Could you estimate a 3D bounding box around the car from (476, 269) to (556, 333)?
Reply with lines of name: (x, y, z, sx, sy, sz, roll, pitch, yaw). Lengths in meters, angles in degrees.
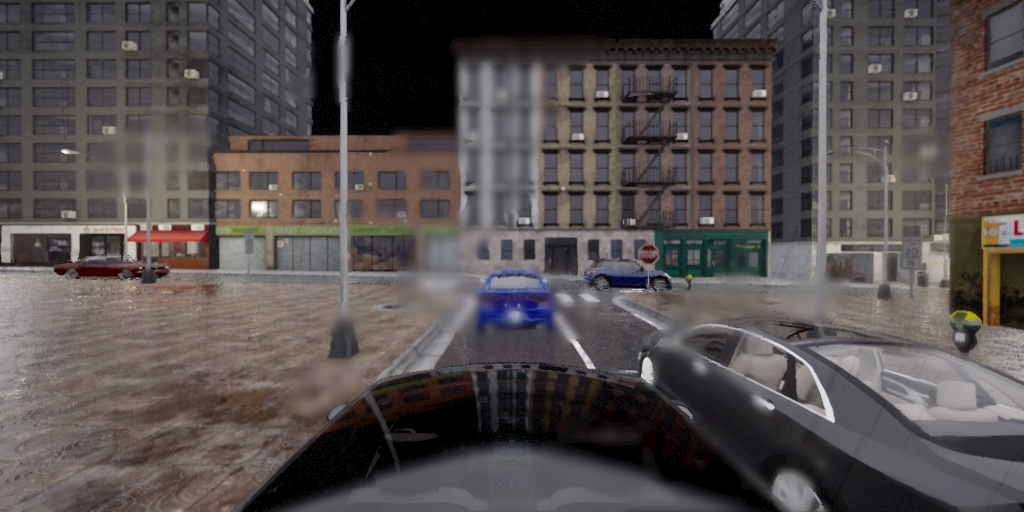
car: (0.090, 1.103, 10.256, 1.882, 1.535, 5.008, 0, 1, 0)

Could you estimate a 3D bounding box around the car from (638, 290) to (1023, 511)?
car: (2.642, 1.274, 3.521, 2.007, 1.370, 4.403, 0, 0, 0)

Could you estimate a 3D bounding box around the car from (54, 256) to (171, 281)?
car: (-21.905, 0.695, 19.830, 4.718, 1.301, 1.895, 1, 0, 0)

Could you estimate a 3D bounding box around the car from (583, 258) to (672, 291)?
car: (6.301, 0.987, 19.653, 4.553, 1.767, 2.097, 1, 0, 0)
